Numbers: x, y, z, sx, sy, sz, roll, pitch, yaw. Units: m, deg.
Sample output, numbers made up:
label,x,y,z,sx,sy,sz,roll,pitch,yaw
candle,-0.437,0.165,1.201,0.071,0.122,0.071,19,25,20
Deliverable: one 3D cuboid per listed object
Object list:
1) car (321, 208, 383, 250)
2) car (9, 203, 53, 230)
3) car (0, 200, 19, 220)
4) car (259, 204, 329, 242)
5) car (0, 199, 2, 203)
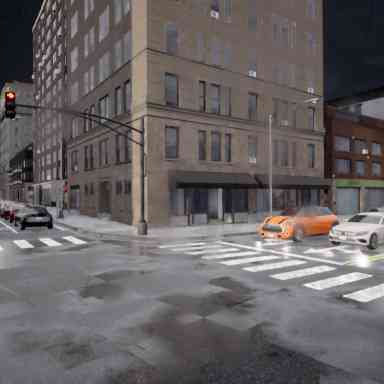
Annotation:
label,x,y,z,sx,sy,sz,roll,pitch,yaw
car,8.179,1.650,15.077,4.674,1.442,1.812,0,-1,-34
car,-9.973,1.568,20.855,1.947,1.339,4.313,1,0,-35
car,-13.123,1.546,25.401,1.887,1.381,4.507,1,0,-35
car,5.607,1.504,17.260,4.553,1.767,2.097,0,-1,-35
car,-16.274,1.552,29.946,2.008,1.369,4.403,1,0,-35
